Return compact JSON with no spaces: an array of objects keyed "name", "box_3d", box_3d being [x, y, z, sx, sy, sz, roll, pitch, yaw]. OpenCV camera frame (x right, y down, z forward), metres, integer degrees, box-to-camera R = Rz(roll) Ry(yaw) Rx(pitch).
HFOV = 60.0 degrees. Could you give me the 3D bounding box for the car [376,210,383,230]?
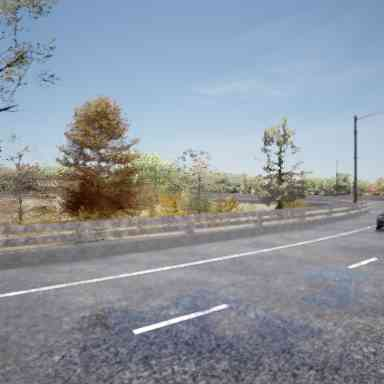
[{"name":"car","box_3d":[12.702,1.565,20.333,1.812,1.442,4.674,0,0,43]}]
